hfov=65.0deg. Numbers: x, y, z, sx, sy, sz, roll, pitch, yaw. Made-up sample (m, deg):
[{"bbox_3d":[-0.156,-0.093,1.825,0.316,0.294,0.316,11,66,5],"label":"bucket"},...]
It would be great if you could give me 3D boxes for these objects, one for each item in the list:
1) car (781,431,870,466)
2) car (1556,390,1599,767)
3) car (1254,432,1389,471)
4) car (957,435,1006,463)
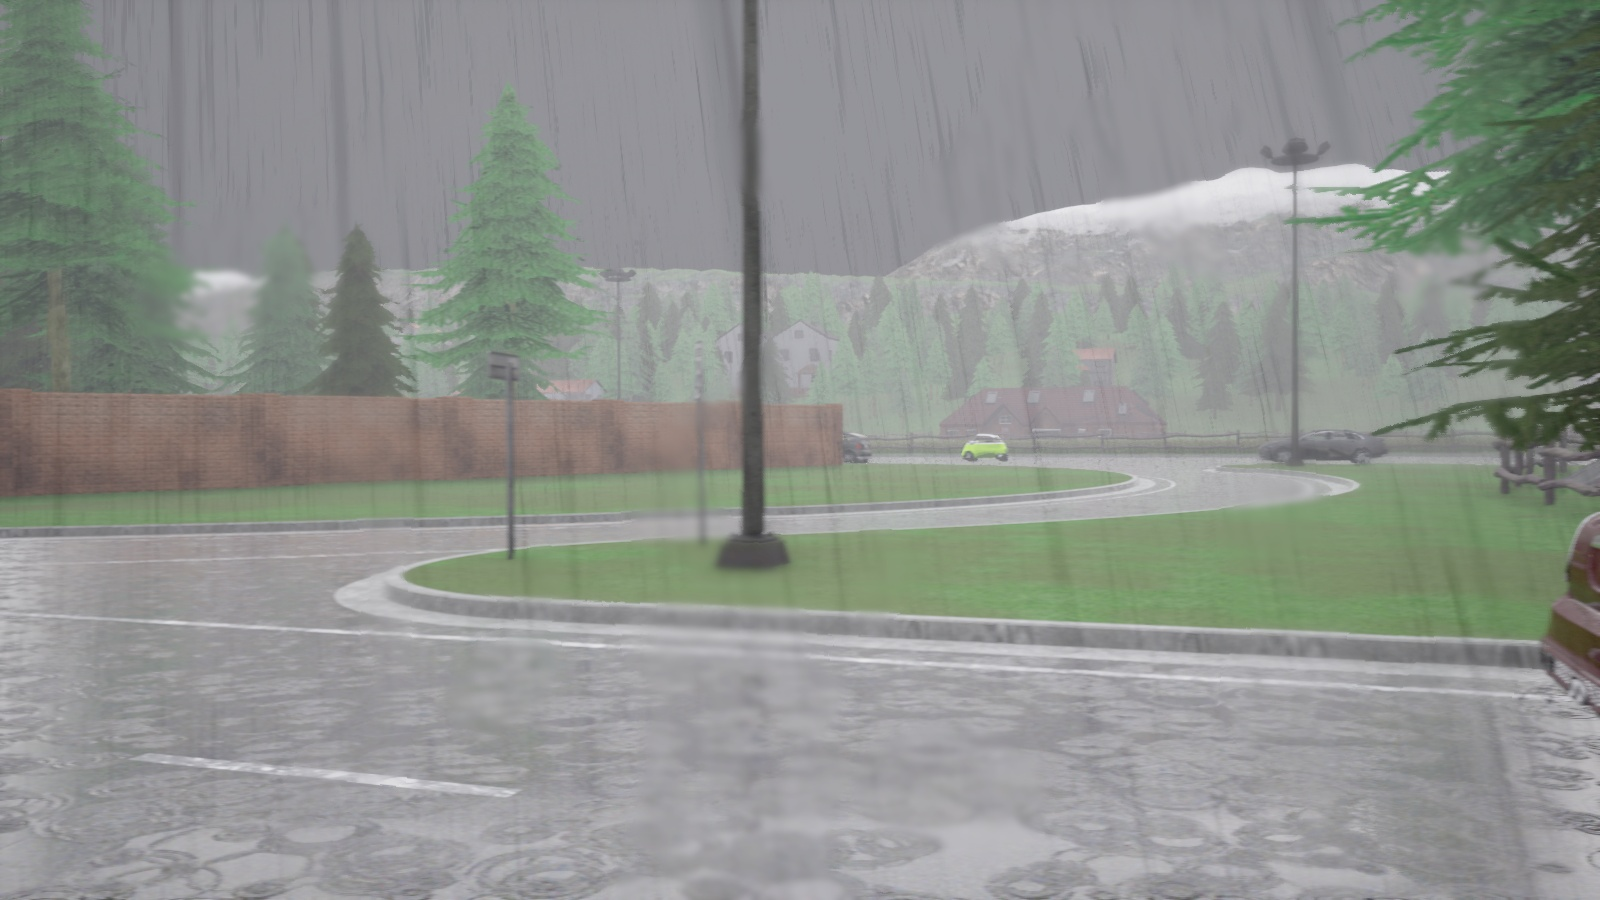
[{"bbox_3d":[1.171,-0.077,57.782,3.705,1.549,1.789,1,1,23],"label":"car"},{"bbox_3d":[5.833,0.621,4.921,4.553,1.767,2.097,0,1,19],"label":"car"},{"bbox_3d":[21.108,0.038,51.073,4.902,1.511,2.128,0,1,19],"label":"car"},{"bbox_3d":[9.050,-0.062,62.558,2.207,1.376,1.481,1,1,19],"label":"car"}]
